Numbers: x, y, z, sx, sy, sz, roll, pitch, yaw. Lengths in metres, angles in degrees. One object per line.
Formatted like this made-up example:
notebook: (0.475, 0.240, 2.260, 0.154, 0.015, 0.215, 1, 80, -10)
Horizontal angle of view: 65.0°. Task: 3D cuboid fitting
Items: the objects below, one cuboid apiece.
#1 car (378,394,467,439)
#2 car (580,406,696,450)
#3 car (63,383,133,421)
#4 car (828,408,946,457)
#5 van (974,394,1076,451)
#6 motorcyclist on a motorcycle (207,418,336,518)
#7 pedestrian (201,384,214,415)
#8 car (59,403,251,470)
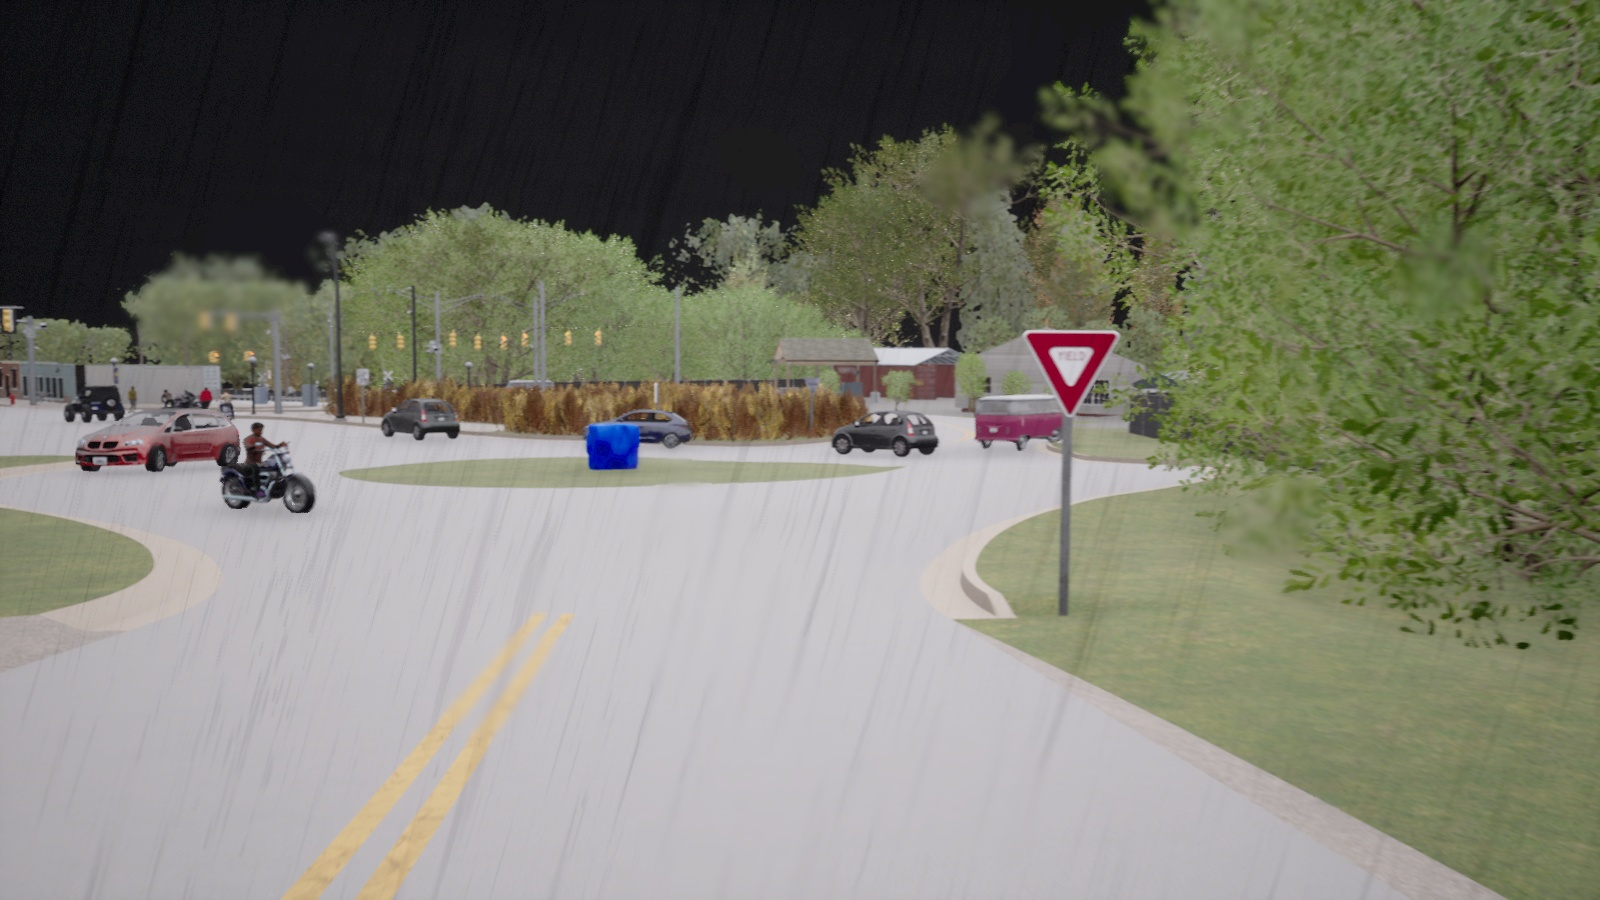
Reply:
car: (-15.385, -1.389, 51.061, 1.851, 1.617, 3.988, -4, 6, -43)
car: (-6.174, -0.858, 48.248, 4.193, 1.474, 1.816, 2, 4, 0)
car: (-36.464, -2.488, 65.205, 3.866, 1.878, 1.905, 2, 5, 41)
car: (3.129, -0.686, 45.482, 3.988, 1.617, 1.851, 2, 4, 43)
van: (8.502, -1.088, 47.181, 1.775, 1.987, 4.442, 2, 4, 40)
motorcyclist on a motorcycle: (-9.422, 0.289, 22.383, 2.350, 1.649, 0.766, 2, 4, 28)
pedestrian: (-35.619, -3.040, 75.514, 0.634, 1.844, 0.899, -2, 5, -27)
car: (-17.272, -0.401, 33.947, 2.242, 1.667, 4.611, 0, 1, 11)
